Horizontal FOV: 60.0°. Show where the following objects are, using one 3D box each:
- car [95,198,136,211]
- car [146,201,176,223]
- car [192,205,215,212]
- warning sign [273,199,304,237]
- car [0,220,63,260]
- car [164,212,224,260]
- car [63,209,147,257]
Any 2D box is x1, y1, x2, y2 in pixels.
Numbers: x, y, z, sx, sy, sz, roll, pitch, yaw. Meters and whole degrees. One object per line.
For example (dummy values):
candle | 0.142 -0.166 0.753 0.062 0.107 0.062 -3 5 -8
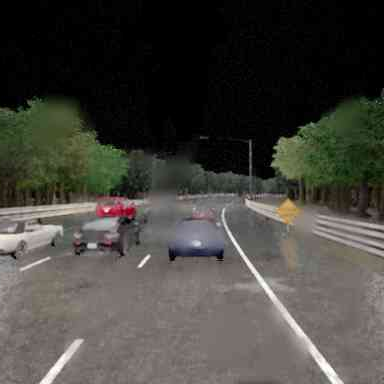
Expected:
car | -6.125 1.462 27.208 2.150 2.045 5.566 0 0 4
car | -2.557 1.592 27.844 2.097 1.767 4.553 0 -1 4
car | 0.947 1.804 27.747 1.994 1.385 4.181 0 0 4
warning sign | 4.865 1.269 16.826 1.300 1.860 1.060 0 -1 2
car | -6.803 1.723 12.975 1.895 1.301 4.718 0 0 2
car | 0.208 1.686 12.971 1.994 1.385 4.181 0 0 2
car | -3.273 1.652 13.527 1.812 1.442 4.674 0 0 2
